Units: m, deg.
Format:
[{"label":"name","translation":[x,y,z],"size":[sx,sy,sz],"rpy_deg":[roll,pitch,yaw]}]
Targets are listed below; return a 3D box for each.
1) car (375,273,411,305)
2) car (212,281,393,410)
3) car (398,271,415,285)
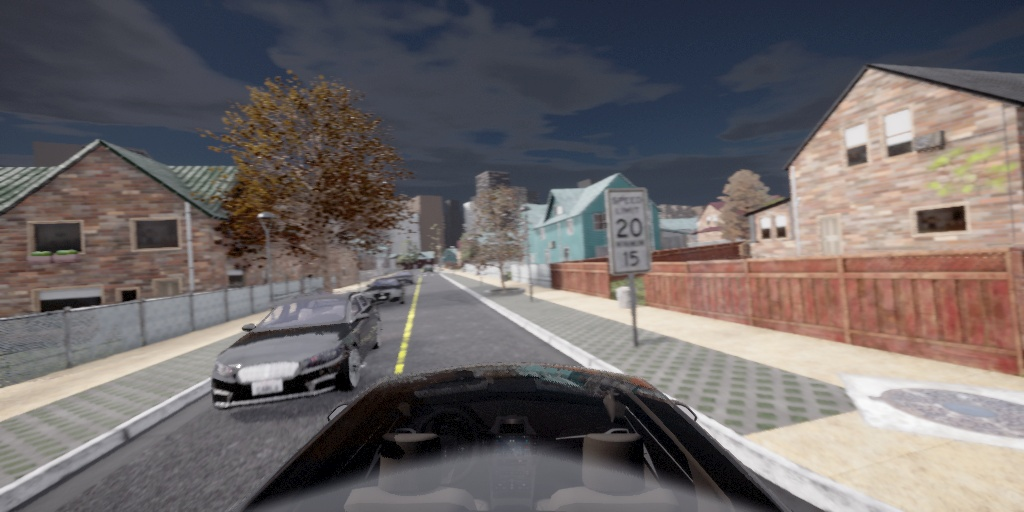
[{"label":"car","translation":[-6.785,1.879,19.393],"size":[1.994,1.385,4.181],"rpy_deg":[-4,0,-14]},{"label":"car","translation":[-3.822,1.527,7.175],"size":[2.128,1.511,4.902],"rpy_deg":[-4,0,-13]},{"label":"car","translation":[-11.077,2.270,37.084],"size":[2.033,1.411,5.357],"rpy_deg":[-4,0,-13]}]
